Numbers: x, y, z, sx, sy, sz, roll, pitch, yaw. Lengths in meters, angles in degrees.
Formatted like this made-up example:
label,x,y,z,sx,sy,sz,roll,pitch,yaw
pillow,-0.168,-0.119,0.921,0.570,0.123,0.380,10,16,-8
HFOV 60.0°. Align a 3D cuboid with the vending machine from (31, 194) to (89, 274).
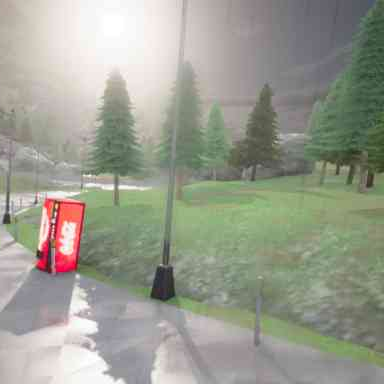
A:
label,x,y,z,sx,sy,sz,roll,pitch,yaw
vending machine,-3.862,1.201,9.760,1.100,2.100,0.880,7,1,-43
